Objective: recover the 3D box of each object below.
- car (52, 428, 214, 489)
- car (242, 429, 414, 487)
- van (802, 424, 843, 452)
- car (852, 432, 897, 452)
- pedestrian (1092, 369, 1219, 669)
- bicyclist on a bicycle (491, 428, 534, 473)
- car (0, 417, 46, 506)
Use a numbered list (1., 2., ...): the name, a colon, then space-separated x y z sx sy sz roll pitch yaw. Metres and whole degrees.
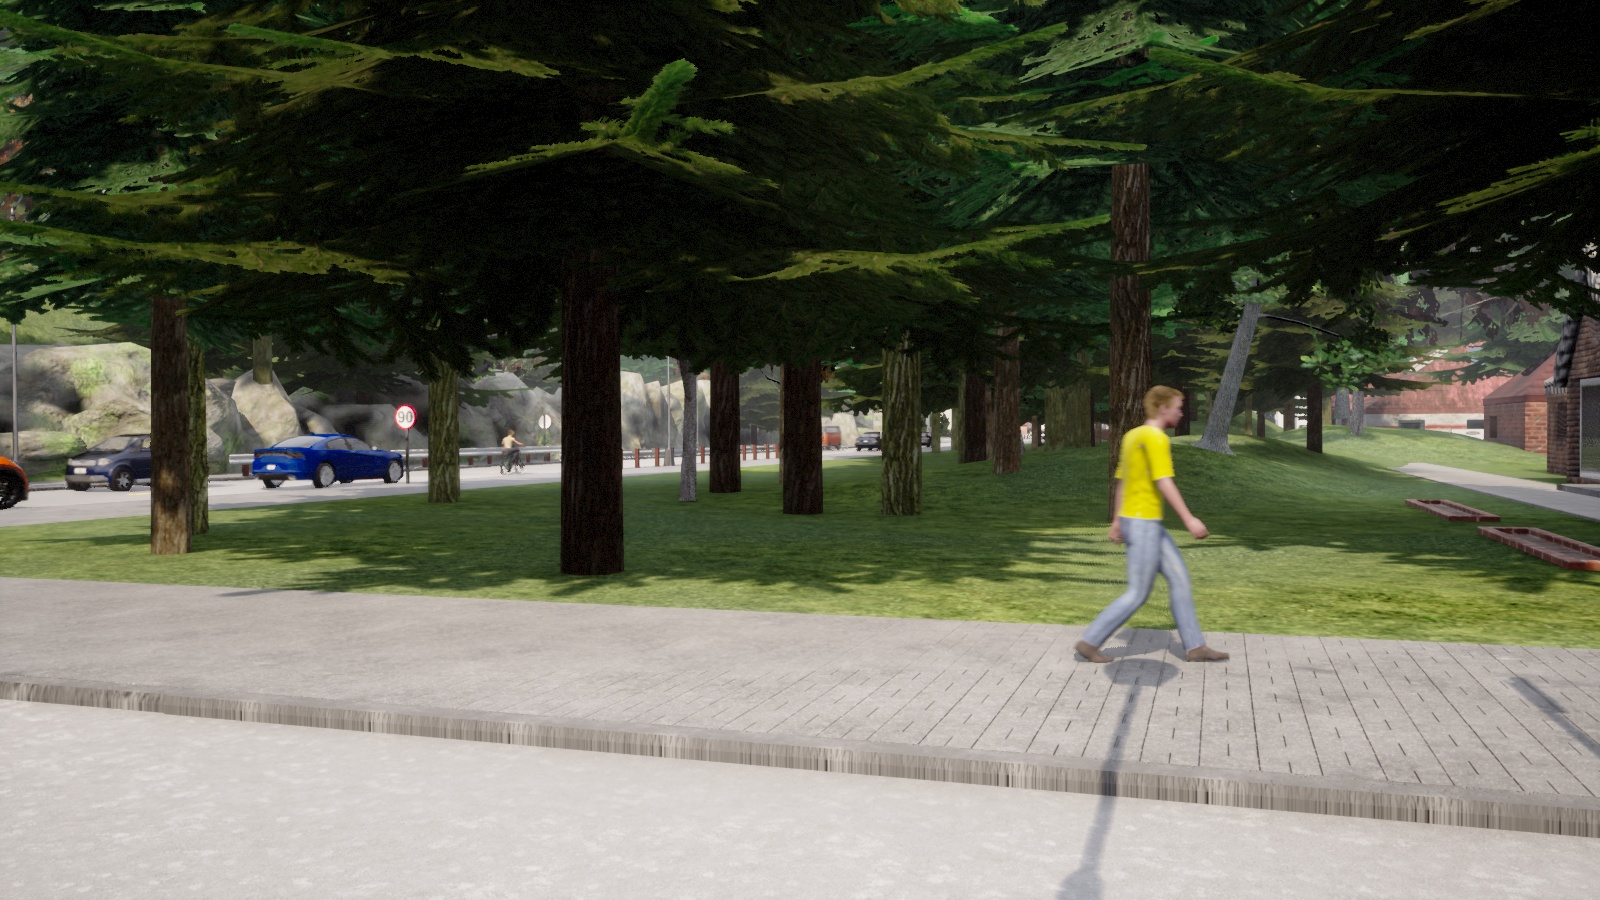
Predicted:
1. car: -18.139 0.187 34.345 1.789 1.549 3.705 1 1 18
2. car: -13.380 0.178 35.999 1.882 1.535 5.008 1 1 18
3. van: 1.720 -0.921 94.035 1.775 1.987 4.442 1 1 19
4. car: 5.570 -0.593 92.944 2.033 1.411 5.357 1 1 19
5. pedestrian: 2.223 0.418 7.893 0.706 1.836 0.354 0 1 7
6. bicyclist on a bicycle: -10.338 0.000 45.214 0.866 1.612 1.509 1 1 18
7. car: -17.300 0.233 24.155 2.097 1.767 4.553 1 1 17
